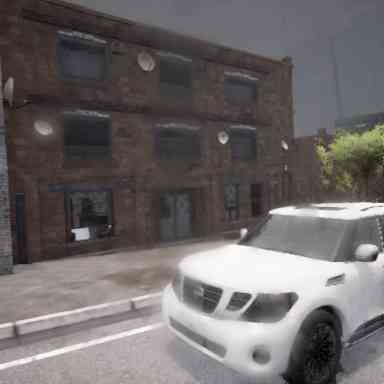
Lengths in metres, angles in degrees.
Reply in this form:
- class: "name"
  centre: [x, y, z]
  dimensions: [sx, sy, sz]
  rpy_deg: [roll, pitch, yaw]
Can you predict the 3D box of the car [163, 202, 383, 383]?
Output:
- class: "car"
  centre: [2.247, 1.232, 5.596]
  dimensions: [5.566, 2.045, 2.150]
  rpy_deg: [0, 0, -36]
